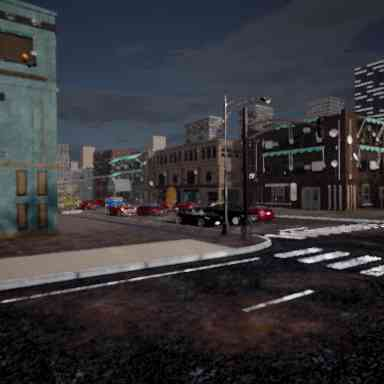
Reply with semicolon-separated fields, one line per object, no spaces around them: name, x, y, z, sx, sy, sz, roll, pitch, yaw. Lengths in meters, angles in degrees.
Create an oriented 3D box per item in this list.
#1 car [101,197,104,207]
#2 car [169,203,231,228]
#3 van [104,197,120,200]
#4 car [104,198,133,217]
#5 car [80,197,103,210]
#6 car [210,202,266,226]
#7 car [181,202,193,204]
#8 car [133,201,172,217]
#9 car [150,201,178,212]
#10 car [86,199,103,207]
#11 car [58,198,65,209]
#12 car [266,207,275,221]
car;-16.711;1.874;63.200;2.192;1.841;5.009;-2;0;-35
car;0.462;1.774;24.415;1.947;1.339;4.313;-2;0;-35
van;-13.501;1.841;58.690;1.690;1.788;3.998;-2;0;-35
car;-7.488;1.805;35.791;1.967;1.590;4.097;-2;0;-35
car;-16.473;2.020;53.063;1.882;1.535;5.008;-1;0;-35
car;2.940;1.646;25.623;1.882;1.535;5.008;-1;0;-35
car;-0.658;1.839;40.652;1.802;1.307;4.206;-2;0;-35
car;-4.255;1.872;35.737;1.994;1.385;4.181;-1;0;-35
car;-3.866;1.901;45.161;1.802;1.307;4.206;-2;0;-35
car;-19.914;2.161;67.710;1.887;1.381;4.507;-2;0;-35
car;-23.433;2.189;58.201;1.752;1.417;4.829;-2;0;-35
car;4.972;1.702;28.206;1.994;1.385;4.181;-1;0;-35
